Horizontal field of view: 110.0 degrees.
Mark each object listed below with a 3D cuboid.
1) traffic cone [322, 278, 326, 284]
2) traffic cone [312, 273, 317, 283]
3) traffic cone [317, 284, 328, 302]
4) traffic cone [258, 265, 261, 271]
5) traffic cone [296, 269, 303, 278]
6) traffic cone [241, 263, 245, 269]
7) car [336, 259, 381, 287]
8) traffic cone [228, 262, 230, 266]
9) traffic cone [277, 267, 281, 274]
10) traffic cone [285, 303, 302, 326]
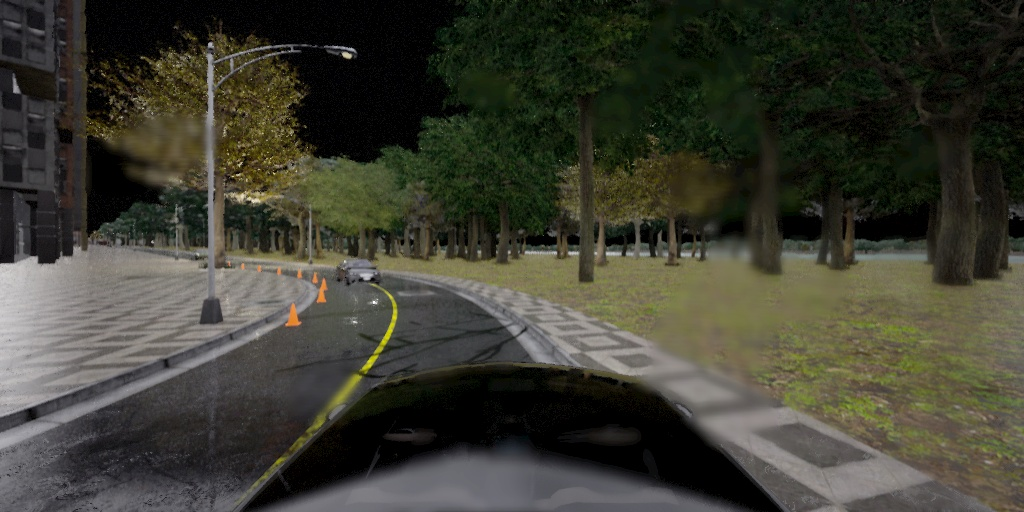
[{"bbox_3d":[-9.771,1.456,18.637,0.340,0.580,0.340,0,0,-30],"label":"traffic cone"},{"bbox_3d":[-12.360,1.365,22.507,0.340,0.580,0.340,0,0,-37],"label":"traffic cone"},{"bbox_3d":[-7.688,1.548,14.473,0.340,0.580,0.340,0,0,-23],"label":"traffic cone"},{"bbox_3d":[-22.795,1.083,32.336,0.340,0.580,0.340,0,0,39],"label":"traffic cone"},{"bbox_3d":[-15.416,1.275,26.019,0.340,0.580,0.340,0,0,-45],"label":"traffic cone"},{"bbox_3d":[-26.659,0.980,35.509,0.340,0.580,0.340,0,0,39],"label":"traffic cone"},{"bbox_3d":[-9.421,0.940,21.836,2.128,1.511,4.902,0,1,-35],"label":"car"},{"bbox_3d":[-30.524,0.868,38.680,0.340,0.580,0.340,0,0,39],"label":"traffic cone"},{"bbox_3d":[-18.931,1.182,29.163,0.340,0.580,0.340,0,0,39],"label":"traffic cone"},{"bbox_3d":[-6.148,1.630,10.080,0.340,0.580,0.340,0,0,-16],"label":"traffic cone"}]
